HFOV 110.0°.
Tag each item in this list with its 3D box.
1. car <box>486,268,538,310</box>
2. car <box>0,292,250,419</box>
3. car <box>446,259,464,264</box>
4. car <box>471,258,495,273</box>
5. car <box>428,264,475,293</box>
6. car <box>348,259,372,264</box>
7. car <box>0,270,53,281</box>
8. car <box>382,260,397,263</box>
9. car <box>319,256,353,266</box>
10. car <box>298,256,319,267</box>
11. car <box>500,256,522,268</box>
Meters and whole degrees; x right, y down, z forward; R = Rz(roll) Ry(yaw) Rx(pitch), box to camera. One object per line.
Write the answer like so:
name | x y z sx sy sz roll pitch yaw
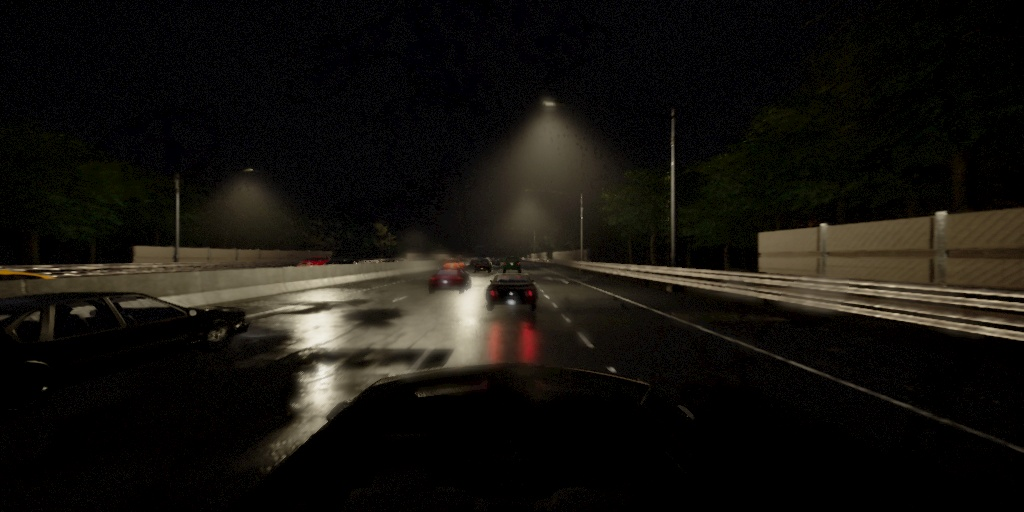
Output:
car | -0.002 1.363 14.833 1.895 1.301 4.718 0 0 0
car | -7.000 1.299 5.813 2.033 1.411 5.357 0 0 0
car | -7.008 1.190 43.995 2.097 1.767 4.553 0 0 0
car | -3.508 1.316 44.063 1.882 1.535 5.008 0 0 0
car | -3.504 1.338 20.804 1.994 1.385 4.181 0 0 0
car | -21.060 1.453 51.220 1.895 1.301 4.718 0 0 1
car | -17.598 1.236 11.663 1.882 1.535 5.008 0 0 0
car | -17.562 1.357 51.218 1.837 1.490 4.892 0 0 1
car | -24.554 1.069 51.153 2.150 2.045 5.566 0 0 1
car | -28.049 1.067 51.145 2.150 2.045 5.566 0 0 1
car | -0.008 1.060 44.100 2.150 2.045 5.566 0 0 0
